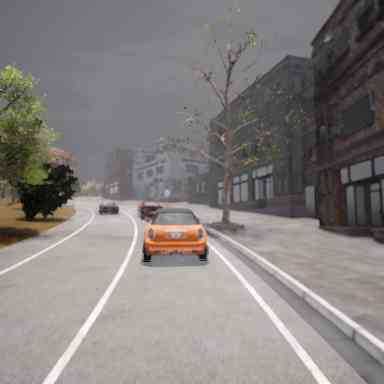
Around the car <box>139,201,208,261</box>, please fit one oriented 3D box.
[{"bbox_3d":[-0.720,1.373,12.550,2.097,1.767,4.553,0,0,-6],"label":"car"}]

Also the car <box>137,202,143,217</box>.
[{"bbox_3d":[-3.811,1.552,29.844,1.882,1.535,5.008,1,0,-14],"label":"car"}]

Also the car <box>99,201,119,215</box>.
[{"bbox_3d":[-8.473,1.604,33.899,1.895,1.301,4.718,2,0,-17],"label":"car"}]
